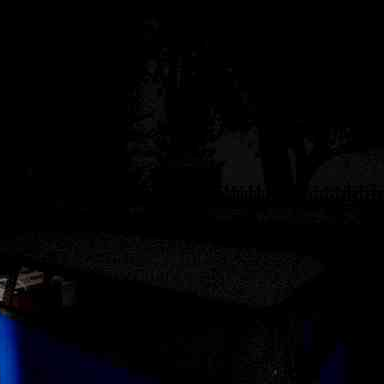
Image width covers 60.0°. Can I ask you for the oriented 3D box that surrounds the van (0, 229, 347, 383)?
[{"bbox_3d":[-0.657,1.341,3.180,3.998,1.788,1.690,0,0,35],"label":"van"}]
